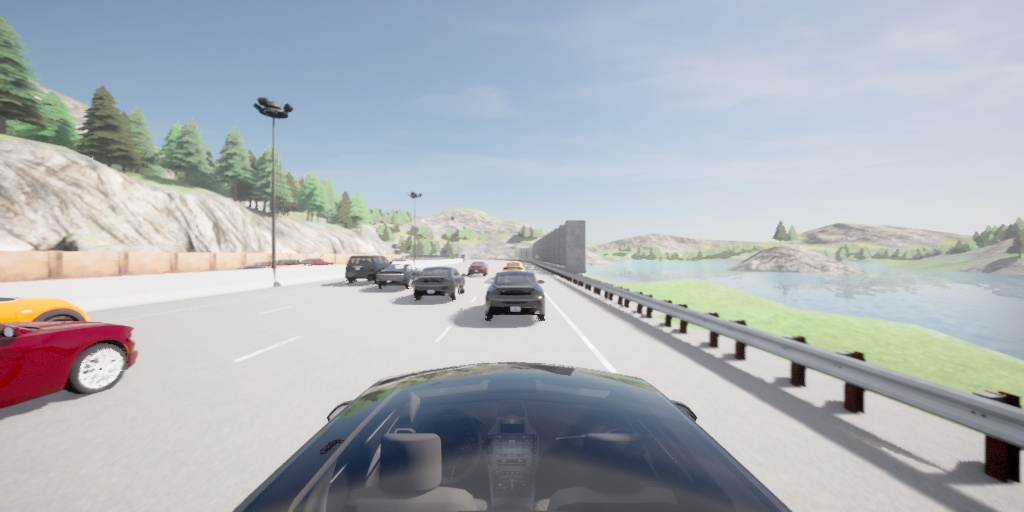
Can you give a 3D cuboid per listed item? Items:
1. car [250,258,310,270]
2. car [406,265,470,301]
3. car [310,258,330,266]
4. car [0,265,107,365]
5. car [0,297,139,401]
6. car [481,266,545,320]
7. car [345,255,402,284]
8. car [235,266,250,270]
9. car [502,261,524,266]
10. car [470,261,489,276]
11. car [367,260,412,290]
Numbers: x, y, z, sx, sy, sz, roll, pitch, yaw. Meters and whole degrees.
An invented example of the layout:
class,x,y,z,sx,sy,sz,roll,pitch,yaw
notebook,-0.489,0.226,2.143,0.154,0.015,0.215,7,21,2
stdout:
class,x,y,z,sx,sy,sz,roll,pitch,yaw
car,-21.100,1.102,32.866,2.097,1.767,4.553,0,0,0
car,-3.403,1.255,17.464,1.837,1.490,4.892,0,0,0
car,-28.029,1.104,50.165,2.097,1.767,4.553,0,0,1
car,-10.400,1.102,6.006,2.097,1.767,4.553,0,0,0
car,-6.899,1.228,3.612,1.882,1.535,5.008,0,0,0
car,0.099,1.255,12.558,1.837,1.490,4.892,0,0,0
car,-10.405,0.972,26.837,2.150,2.045,5.566,0,0,0
car,-24.601,1.298,35.242,2.033,1.411,5.357,0,0,0
car,0.088,1.229,32.430,1.882,1.535,5.008,0,0,0
car,-3.408,1.277,36.635,1.812,1.442,4.674,0,0,0
car,-6.905,1.242,22.568,2.128,1.511,4.902,0,0,0
